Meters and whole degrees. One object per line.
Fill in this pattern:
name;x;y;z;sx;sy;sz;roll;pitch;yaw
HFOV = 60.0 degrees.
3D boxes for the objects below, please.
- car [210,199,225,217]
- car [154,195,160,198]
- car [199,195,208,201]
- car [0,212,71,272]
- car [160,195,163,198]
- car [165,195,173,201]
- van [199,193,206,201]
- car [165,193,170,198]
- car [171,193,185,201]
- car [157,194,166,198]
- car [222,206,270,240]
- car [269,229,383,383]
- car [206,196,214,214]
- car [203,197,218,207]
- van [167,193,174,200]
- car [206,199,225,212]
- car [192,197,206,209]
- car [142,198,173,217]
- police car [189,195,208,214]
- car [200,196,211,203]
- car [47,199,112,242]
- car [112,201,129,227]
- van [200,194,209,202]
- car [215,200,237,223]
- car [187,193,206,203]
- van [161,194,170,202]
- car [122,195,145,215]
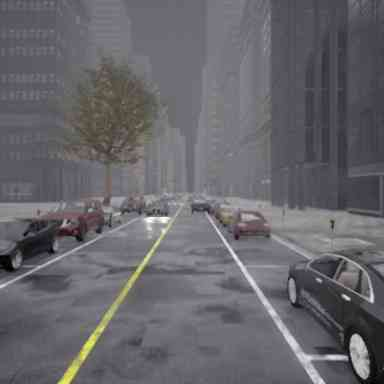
car;2.735;1.552;27.843;1.802;1.307;4.206;0;0;0
car;-5.805;1.483;44.689;1.752;1.417;4.829;0;0;0
car;2.688;1.484;78.942;1.887;1.381;4.507;0;0;0
car;-5.774;1.553;10.795;1.947;1.339;4.313;0;0;0
car;-5.811;1.536;50.537;1.802;1.307;4.206;0;0;0
car;-5.842;1.519;84.601;1.802;1.307;4.206;0;0;0
van;2.682;1.279;84.619;1.690;1.788;3.998;0;0;0
car;-5.822;1.262;61.892;2.192;1.841;5.009;0;0;0
car;-3.066;1.214;71.482;1.994;1.385;4.181;0;0;0
car;-5.816;1.532;56.214;1.802;1.307;4.206;0;0;0
car;2.746;1.563;16.488;1.802;1.307;4.206;0;0;0
car;2.757;1.545;5.133;2.008;1.369;4.403;0;0;0
car;2.730;1.405;33.521;1.967;1.590;4.097;0;0;0
car;2.714;1.505;50.553;2.008;1.369;4.403;0;0;0
van;-5.848;1.277;90.279;1.690;1.788;3.998;0;0;0
car;2.725;1.527;39.199;1.947;1.339;4.313;0;0;0
car;0.859;1.484;44.574;1.812;1.442;4.674;0;0;0
car;-3.126;1.531;31.111;1.994;1.385;4.181;0;0;0
police car;0.867;1.390;34.684;1.930;1.638;5.238;0;0;0
car;2.698;1.495;67.587;2.008;1.369;4.403;0;0;0
car;-5.779;1.296;16.472;2.192;1.841;5.009;0;0;0
car;-5.784;1.526;22.150;2.008;1.369;4.403;0;0;0
van;2.693;1.283;73.264;1.690;1.788;3.998;0;0;0
car;2.741;1.501;22.336;1.752;1.417;4.829;0;0;0
car;0.682;1.302;50.535;2.097;1.767;4.553;0;0;0
van;-5.832;1.283;73.247;1.690;1.788;3.998;0;0;0
car;-5.795;1.280;33.504;2.192;1.841;5.009;0;0;0
